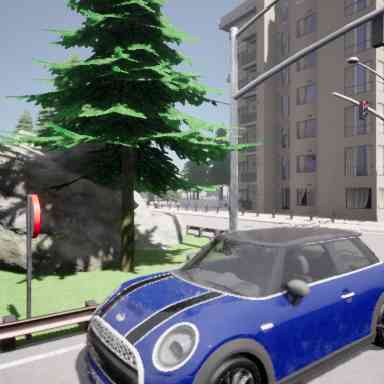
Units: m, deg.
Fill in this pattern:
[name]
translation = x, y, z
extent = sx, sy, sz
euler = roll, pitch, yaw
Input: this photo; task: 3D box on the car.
[car]
translation = 0.930, 1.352, 4.644
extent = 4.553, 1.767, 2.097
euler = 0, 0, -35
